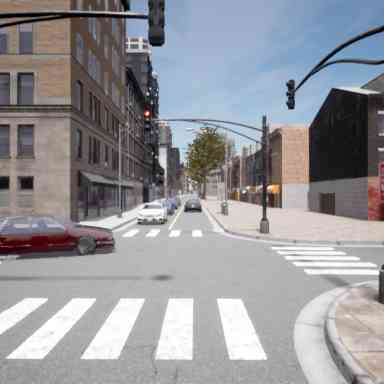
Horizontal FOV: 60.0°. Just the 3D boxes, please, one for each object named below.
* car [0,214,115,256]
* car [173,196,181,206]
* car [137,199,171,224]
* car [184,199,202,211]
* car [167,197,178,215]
[{"bbox_3d":[-5.547,1.522,11.952,5.357,1.411,2.033,0,0,-18],"label":"car"},{"bbox_3d":[-2.781,1.513,43.829,1.812,1.442,4.674,0,0,0],"label":"car"},{"bbox_3d":[-2.827,1.518,24.505,1.812,1.442,4.674,0,0,0],"label":"car"},{"bbox_3d":[0.118,1.552,39.484,1.994,1.385,4.181,0,0,0],"label":"car"},{"bbox_3d":[-2.818,1.536,34.115,2.033,1.411,5.357,0,0,0],"label":"car"}]
